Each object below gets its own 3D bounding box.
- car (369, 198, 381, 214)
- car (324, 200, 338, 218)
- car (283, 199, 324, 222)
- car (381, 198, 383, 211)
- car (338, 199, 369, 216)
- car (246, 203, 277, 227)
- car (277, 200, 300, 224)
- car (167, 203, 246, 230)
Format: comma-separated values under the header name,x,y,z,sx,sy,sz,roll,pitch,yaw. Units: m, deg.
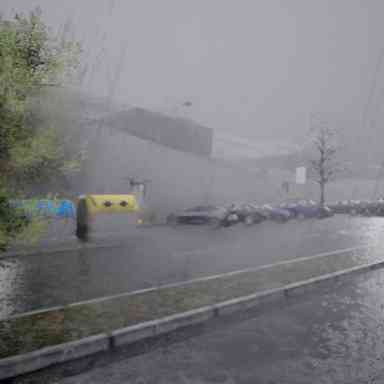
name,x,y,z,sx,sy,sz,roll,pitch,yaw
car,16.445,1.519,34.412,4.892,1.521,2.231,0,0,28
car,9.749,1.371,28.598,4.553,1.767,2.185,-1,-1,30
car,7.522,1.491,26.671,5.008,1.535,2.097,-1,0,31
car,18.635,1.529,36.402,4.892,1.521,2.231,0,0,28
car,14.240,1.511,32.444,4.892,1.521,2.231,0,0,29
car,2.954,1.486,22.924,4.892,1.521,2.231,-1,0,32
car,5.244,1.528,24.797,4.674,1.452,2.002,-1,-1,31
car,0.611,1.514,21.104,4.792,1.488,2.163,-1,0,32
